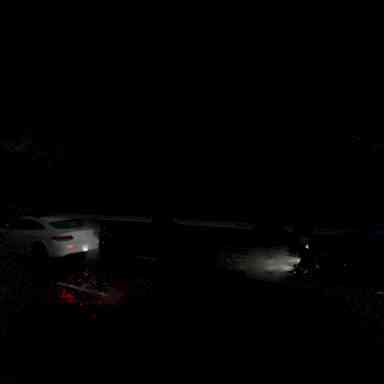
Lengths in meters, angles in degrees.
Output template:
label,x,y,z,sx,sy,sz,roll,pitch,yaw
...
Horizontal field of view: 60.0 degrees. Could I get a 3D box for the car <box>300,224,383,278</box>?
label,x,y,z,sx,sy,sz,roll,pitch,yaw
car,5.095,1.549,8.838,4.181,1.385,1.994,0,0,35

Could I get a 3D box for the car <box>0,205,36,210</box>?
label,x,y,z,sx,sy,sz,roll,pitch,yaw
car,-10.068,1.458,18.538,5.008,1.535,1.882,0,0,30

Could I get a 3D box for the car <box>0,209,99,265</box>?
label,x,y,z,sx,sy,sz,roll,pitch,yaw
car,-5.241,1.513,11.522,4.674,1.442,1.812,0,0,32
